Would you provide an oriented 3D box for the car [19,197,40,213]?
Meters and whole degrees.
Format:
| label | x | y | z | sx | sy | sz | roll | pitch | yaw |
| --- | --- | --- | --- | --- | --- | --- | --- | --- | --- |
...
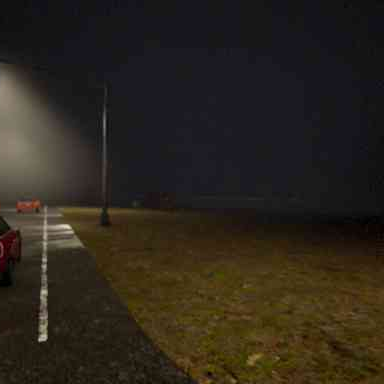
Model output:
| label | x | y | z | sx | sy | sz | roll | pitch | yaw |
| --- | --- | --- | --- | --- | --- | --- | --- | --- | --- |
| car | -18.485 | 1.382 | 37.730 | 2.097 | 1.767 | 4.553 | 1 | 0 | -23 |

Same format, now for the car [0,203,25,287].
| label | x | y | z | sx | sy | sz | roll | pitch | yaw |
| --- | --- | --- | --- | --- | --- | --- | --- | --- | --- |
| car | -5.913 | 1.346 | 9.015 | 2.097 | 1.767 | 4.553 | 1 | 0 | -24 |

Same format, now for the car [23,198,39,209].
| label | x | y | z | sx | sy | sz | roll | pitch | yaw |
| --- | --- | --- | --- | --- | --- | --- | --- | --- | --- |
| car | -22.469 | 1.568 | 46.639 | 1.812 | 1.442 | 4.674 | 1 | 0 | -24 |
